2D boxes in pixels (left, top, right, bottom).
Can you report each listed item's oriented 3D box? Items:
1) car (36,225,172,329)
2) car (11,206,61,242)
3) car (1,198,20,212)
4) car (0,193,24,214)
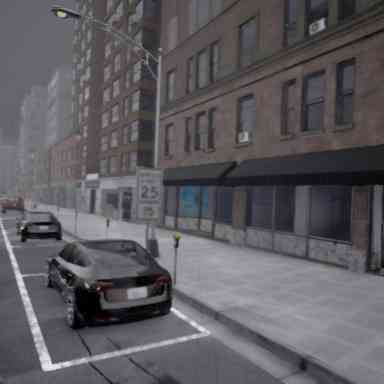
[{"bbox_3d":[-1.953,1.649,7.107,1.947,1.339,4.313,2,-1,-31],"label":"car"},{"bbox_3d":[-7.641,1.617,16.515,1.947,1.339,4.313,2,-1,-31],"label":"car"},{"bbox_3d":[-21.951,1.523,40.179,1.752,1.417,4.829,2,-1,-31],"label":"car"},{"bbox_3d":[-19.012,1.320,35.333,2.192,1.841,5.009,2,-1,-31],"label":"car"}]
